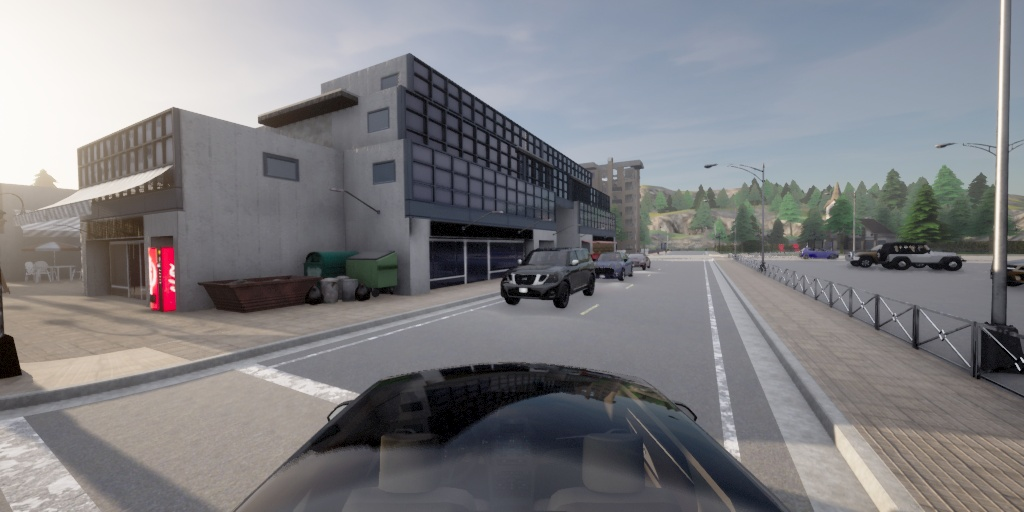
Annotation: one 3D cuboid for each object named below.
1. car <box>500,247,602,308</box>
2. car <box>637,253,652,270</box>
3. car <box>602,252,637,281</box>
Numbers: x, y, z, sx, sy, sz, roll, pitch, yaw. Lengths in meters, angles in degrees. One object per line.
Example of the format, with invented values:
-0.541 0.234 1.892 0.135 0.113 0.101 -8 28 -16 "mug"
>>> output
1.654 0.679 13.983 2.150 2.045 5.566 0 1 28 "car"
11.065 0.431 31.708 1.812 1.442 4.674 0 2 28 "car"
6.264 0.539 22.672 2.097 1.767 4.553 0 2 28 "car"
